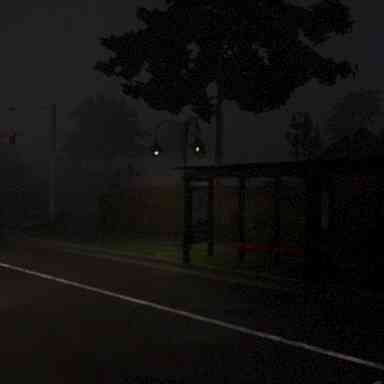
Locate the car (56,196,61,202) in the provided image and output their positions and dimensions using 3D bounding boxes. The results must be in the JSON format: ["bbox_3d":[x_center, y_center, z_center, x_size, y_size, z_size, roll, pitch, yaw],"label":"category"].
[{"bbox_3d":[-22.351,0.976,52.122,3.806,1.475,1.970,0,0,36],"label":"car"}]
